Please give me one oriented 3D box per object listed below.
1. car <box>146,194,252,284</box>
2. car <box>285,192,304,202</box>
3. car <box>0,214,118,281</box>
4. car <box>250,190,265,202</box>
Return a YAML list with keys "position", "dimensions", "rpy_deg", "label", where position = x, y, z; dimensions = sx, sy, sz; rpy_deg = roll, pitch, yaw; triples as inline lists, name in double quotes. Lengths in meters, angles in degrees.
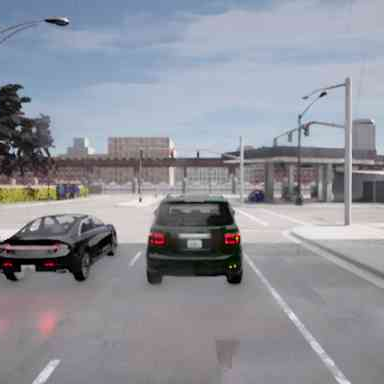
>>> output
- position: [0.071, 1.087, 9.320]
  dimensions: [2.150, 2.045, 5.566]
  rpy_deg: [0, 1, 0]
  label: "car"
- position: [15.382, 0.740, 50.276]
  dimensions: [1.970, 1.475, 3.806]
  rpy_deg: [0, 1, 0]
  label: "car"
- position: [-3.434, 1.356, 9.407]
  dimensions: [2.128, 1.511, 4.902]
  rpy_deg: [0, 1, 0]
  label: "car"
- position: [9.638, 0.590, 49.504]
  dimensions: [2.242, 1.667, 4.611]
  rpy_deg: [0, 1, 0]
  label: "car"
